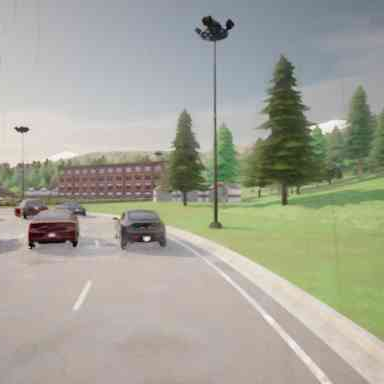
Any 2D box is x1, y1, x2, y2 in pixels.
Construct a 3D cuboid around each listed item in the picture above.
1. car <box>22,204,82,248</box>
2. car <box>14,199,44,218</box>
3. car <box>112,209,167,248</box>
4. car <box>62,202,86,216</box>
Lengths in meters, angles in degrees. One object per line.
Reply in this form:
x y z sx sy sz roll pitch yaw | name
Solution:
-6.179 1.522 15.180 1.882 1.535 5.008 0 0 -18 | car
-14.813 1.458 30.494 2.097 1.767 4.553 0 0 -38 | car
-2.422 1.525 14.972 1.837 1.490 4.892 0 0 -17 | car
-11.938 1.651 32.487 1.994 1.385 4.181 0 0 -39 | car
